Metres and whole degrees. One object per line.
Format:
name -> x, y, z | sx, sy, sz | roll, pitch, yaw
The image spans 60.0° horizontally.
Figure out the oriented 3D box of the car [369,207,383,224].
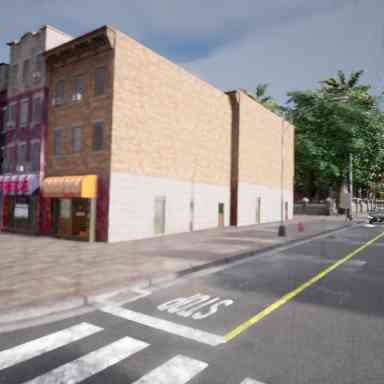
car -> 19.793, 2.556, 34.711 | 1.837, 1.490, 4.892 | 0, -2, 35
